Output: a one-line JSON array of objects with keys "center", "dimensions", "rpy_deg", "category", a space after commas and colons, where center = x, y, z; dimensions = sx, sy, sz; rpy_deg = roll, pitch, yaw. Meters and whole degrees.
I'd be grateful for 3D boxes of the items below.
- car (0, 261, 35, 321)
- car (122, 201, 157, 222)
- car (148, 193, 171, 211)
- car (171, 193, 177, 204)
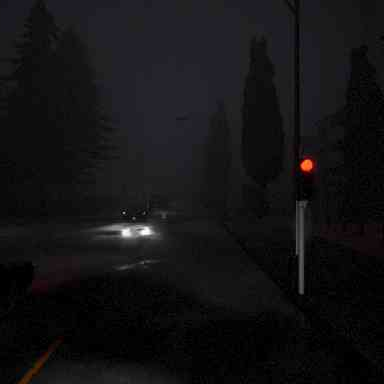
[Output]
[{"center": [-4.108, 1.601, 4.507], "dimensions": [1.895, 1.301, 4.718], "rpy_deg": [0, 0, 0], "category": "car"}, {"center": [-4.159, 1.601, 26.192], "dimensions": [1.895, 1.301, 4.718], "rpy_deg": [0, 0, 1], "category": "car"}, {"center": [-4.167, 1.219, 41.173], "dimensions": [2.150, 2.045, 5.566], "rpy_deg": [0, 0, 0], "category": "car"}, {"center": [-4.089, 1.225, 66.127], "dimensions": [2.150, 2.045, 5.566], "rpy_deg": [0, 0, 0], "category": "car"}]
